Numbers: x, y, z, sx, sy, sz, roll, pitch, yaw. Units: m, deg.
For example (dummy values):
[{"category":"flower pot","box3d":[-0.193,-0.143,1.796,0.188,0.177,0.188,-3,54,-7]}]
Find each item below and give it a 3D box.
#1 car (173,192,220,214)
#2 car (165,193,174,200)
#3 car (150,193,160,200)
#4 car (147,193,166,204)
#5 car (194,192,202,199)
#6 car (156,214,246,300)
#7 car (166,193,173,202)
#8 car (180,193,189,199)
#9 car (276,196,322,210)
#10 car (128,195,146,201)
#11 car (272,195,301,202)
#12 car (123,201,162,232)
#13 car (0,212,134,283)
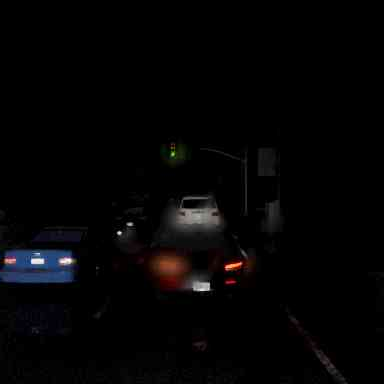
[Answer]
[{"category":"car","box3d":[0.358,1.181,17.984,2.150,2.045,5.566,0,0,1]},{"category":"car","box3d":[-5.499,1.047,81.121,1.882,1.535,5.008,0,1,1]},{"category":"car","box3d":[-8.997,1.047,81.252,1.882,1.535,5.008,0,1,1]},{"category":"car","box3d":[-6.051,1.269,57.192,1.882,1.535,5.008,0,0,2]},{"category":"car","box3d":[1.608,0.806,87.201,2.097,1.767,4.553,0,1,1]},{"category":"car","box3d":[0.201,1.517,8.230,1.812,1.442,4.674,0,0,1]},{"category":"car","box3d":[-5.733,1.287,69.279,1.994,1.385,4.181,0,0,1]},{"category":"car","box3d":[-1.902,0.999,86.536,2.033,1.411,5.357,0,1,1]},{"category":"car","box3d":[13.052,1.465,40.255,4.718,1.301,1.895,0,0,-2]},{"category":"car","box3d":[-9.567,1.320,56.633,1.812,1.442,4.674,0,0,1]},{"category":"car","box3d":[12.776,1.201,43.746,4.553,1.767,2.097,0,0,-2]},{"category":"car","box3d":[-3.112,1.479,19.504,1.812,1.442,4.674,0,0,2]},{"category":"car","box3d":[-3.285,1.535,9.671,2.033,1.411,5.357,0,0,1]}]
